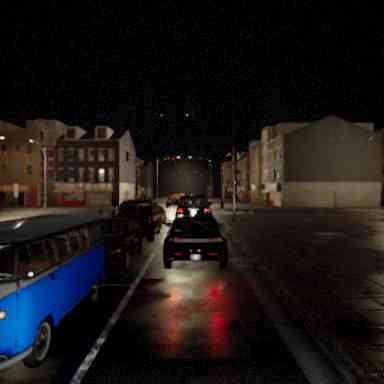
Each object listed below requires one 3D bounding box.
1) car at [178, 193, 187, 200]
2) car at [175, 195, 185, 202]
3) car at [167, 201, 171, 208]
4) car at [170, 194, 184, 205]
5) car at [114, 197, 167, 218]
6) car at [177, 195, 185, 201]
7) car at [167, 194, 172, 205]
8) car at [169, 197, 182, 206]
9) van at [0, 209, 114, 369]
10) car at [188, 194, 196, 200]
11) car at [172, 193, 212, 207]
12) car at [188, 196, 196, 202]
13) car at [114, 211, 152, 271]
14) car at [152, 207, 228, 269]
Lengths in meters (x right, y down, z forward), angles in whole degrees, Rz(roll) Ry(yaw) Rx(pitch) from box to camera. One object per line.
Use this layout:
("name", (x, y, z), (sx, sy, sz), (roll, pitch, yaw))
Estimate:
("car", (-2.642, 1.269, 91.545), (2.192, 1.841, 5.009), (0, 0, 0))
("car", (-2.640, 1.498, 75.264), (2.008, 1.369, 4.403), (0, 0, 0))
("car", (-2.642, 1.515, 21.720), (1.887, 1.381, 4.507), (0, 0, 0))
("car", (-2.643, 1.260, 58.984), (2.192, 1.841, 5.009), (0, 0, 0))
("car", (-2.644, 1.292, 16.286), (2.192, 1.841, 5.009), (0, 0, 0))
("car", (-2.640, 1.475, 80.522), (1.752, 1.417, 4.829), (0, 0, 0))
("car", (-2.643, 1.264, 48.130), (2.192, 1.841, 5.009), (0, 0, 0))
("car", (-2.641, 1.513, 53.556), (1.947, 1.339, 4.313), (0, 0, 0))
("van", (-2.644, 1.333, 5.418), (1.690, 1.788, 3.998), (0, 0, 0))
("car", (0.004, 1.310, 88.846), (2.128, 1.511, 4.902), (0, 0, 0))
("car", (0.100, 1.192, 21.237), (2.150, 2.045, 5.566), (0, 0, 0))
("car", (0.004, 1.536, 78.874), (1.895, 1.301, 4.718), (0, 0, 0))
("car", (-2.643, 1.528, 10.853), (1.887, 1.381, 4.507), (0, 0, 0))
("car", (0.098, 1.475, 11.044), (2.128, 1.511, 4.902), (0, 0, 0))
